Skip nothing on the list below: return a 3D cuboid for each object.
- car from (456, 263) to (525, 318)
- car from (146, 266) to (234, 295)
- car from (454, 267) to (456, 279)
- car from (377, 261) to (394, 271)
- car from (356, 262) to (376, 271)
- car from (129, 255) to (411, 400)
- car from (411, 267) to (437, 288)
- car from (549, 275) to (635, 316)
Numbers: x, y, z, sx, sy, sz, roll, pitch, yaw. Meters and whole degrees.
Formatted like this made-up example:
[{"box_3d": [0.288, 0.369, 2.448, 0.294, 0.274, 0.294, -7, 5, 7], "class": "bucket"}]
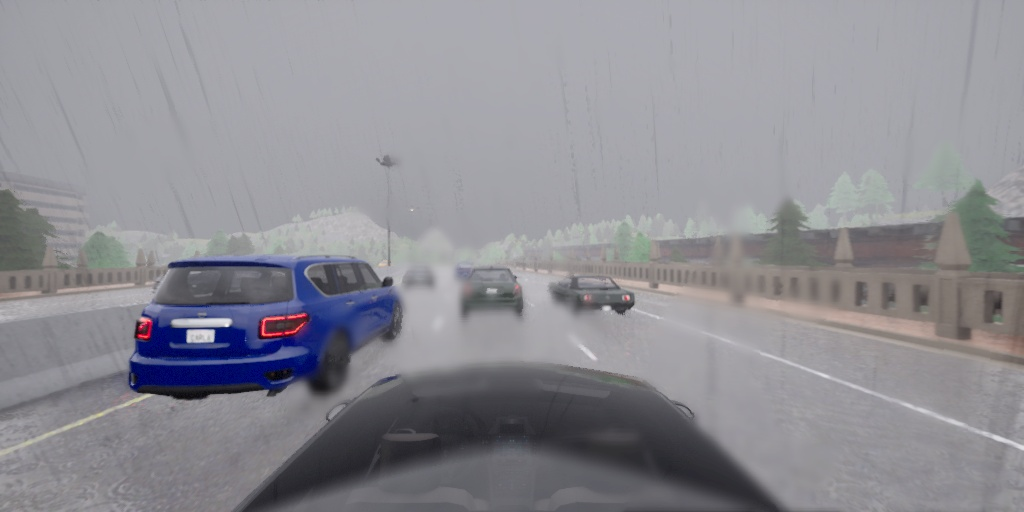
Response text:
[{"box_3d": [-0.818, 1.142, 13.371, 2.097, 1.767, 4.553, 0, 0, -6], "class": "car"}, {"box_3d": [-20.326, 1.440, 22.998, 1.882, 1.535, 5.008, 0, 0, -11], "class": "car"}, {"box_3d": [-3.973, 1.347, 31.309, 1.882, 1.535, 5.008, 0, 0, -11], "class": "car"}, {"box_3d": [-20.130, 1.554, 57.385, 1.882, 1.535, 5.008, 0, 0, -11], "class": "car"}, {"box_3d": [-24.083, 1.676, 59.397, 2.033, 1.411, 5.357, 0, -1, -11], "class": "car"}, {"box_3d": [-3.677, 1.009, 6.743, 2.150, 2.045, 5.566, 0, 0, -3], "class": "car"}, {"box_3d": [-6.225, 1.428, 24.603, 1.994, 1.385, 4.181, 0, 0, -11], "class": "car"}, {"box_3d": [2.734, 1.368, 13.483, 1.895, 1.301, 4.718, 0, 0, -6], "class": "car"}]
